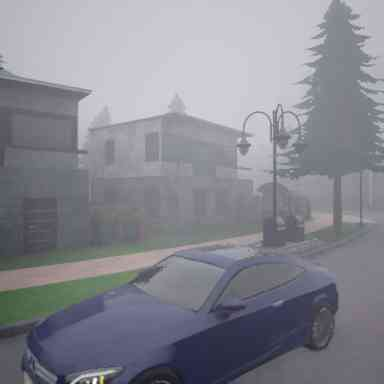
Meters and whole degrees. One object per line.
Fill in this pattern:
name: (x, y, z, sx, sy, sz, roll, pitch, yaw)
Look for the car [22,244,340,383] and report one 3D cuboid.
car: (0.287, 1.526, 4.558, 4.674, 1.442, 1.812, 0, 0, -40)
